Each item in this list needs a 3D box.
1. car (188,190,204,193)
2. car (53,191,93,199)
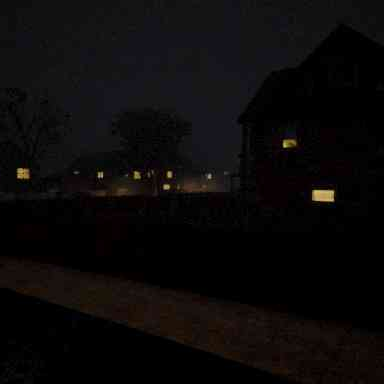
[{"bbox_3d":[0.567,0.435,51.482,1.882,1.535,5.008,1,2,37],"label":"car"},{"bbox_3d":[-12.273,0.800,34.218,2.097,1.767,4.553,1,2,36],"label":"car"}]
